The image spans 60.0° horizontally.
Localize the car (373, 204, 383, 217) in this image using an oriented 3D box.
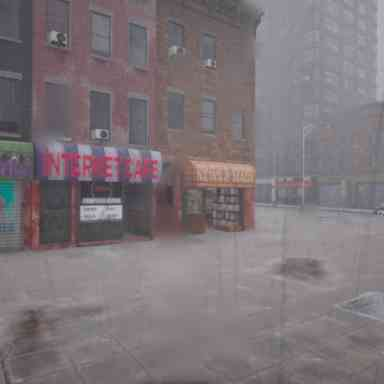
[{"bbox_3d":[16.812,1.305,25.968,2.128,1.511,4.902,1,1,-35],"label":"car"}]
